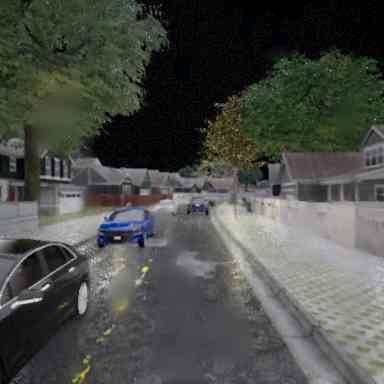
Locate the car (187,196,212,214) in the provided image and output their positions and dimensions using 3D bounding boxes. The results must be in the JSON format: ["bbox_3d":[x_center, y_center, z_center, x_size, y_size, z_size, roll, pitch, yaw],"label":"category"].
[{"bbox_3d":[0.690,1.276,34.247,2.097,1.767,4.553,0,0,4],"label":"car"}]

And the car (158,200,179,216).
[{"bbox_3d":[-2.415,1.453,31.379,1.812,1.442,4.674,0,0,3],"label":"car"}]

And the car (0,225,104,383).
[{"bbox_3d":[-2.834,1.492,4.528,1.837,1.490,4.892,0,0,0],"label":"car"}]

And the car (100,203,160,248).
[{"bbox_3d":[-2.775,1.443,14.939,1.882,1.535,5.008,0,0,0],"label":"car"}]

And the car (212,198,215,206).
[{"bbox_3d":[2.395,1.403,50.661,1.812,1.442,4.674,0,0,8],"label":"car"}]
